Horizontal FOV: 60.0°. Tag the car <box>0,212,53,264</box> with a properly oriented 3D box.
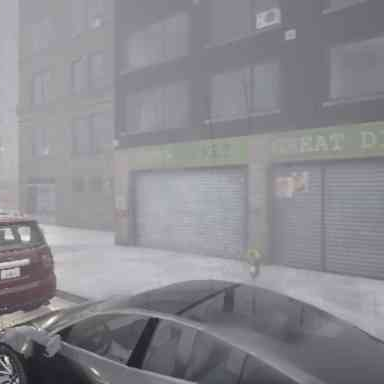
[{"bbox_3d":[-4.675,1.310,6.415,5.009,1.841,2.192,0,0,35],"label":"car"}]

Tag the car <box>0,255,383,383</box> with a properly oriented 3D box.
[{"bbox_3d":[-0.178,1.564,3.207,4.313,1.339,1.947,0,0,35],"label":"car"}]
